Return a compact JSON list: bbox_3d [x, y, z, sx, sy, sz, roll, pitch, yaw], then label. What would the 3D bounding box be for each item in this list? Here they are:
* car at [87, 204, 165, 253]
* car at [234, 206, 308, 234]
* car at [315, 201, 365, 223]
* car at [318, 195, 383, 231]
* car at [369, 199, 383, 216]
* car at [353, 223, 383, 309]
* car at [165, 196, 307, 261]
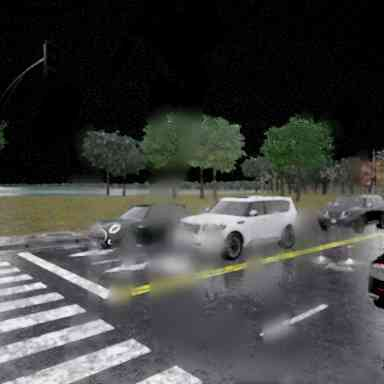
[{"bbox_3d":[-1.873,1.292,13.582,4.553,1.767,2.097,0,0,-42],"label":"car"},{"bbox_3d":[4.769,1.549,19.641,4.718,1.301,1.895,0,0,-42],"label":"car"},{"bbox_3d":[11.578,1.483,25.827,4.674,1.442,1.812,0,0,-42],"label":"car"},{"bbox_3d":[9.610,1.194,19.645,5.566,2.045,2.150,0,0,-43],"label":"car"},{"bbox_3d":[19.229,1.494,32.712,4.674,1.442,1.812,0,0,-44],"label":"car"},{"bbox_3d":[5.271,1.495,6.766,4.902,1.511,2.128,0,0,-42],"label":"car"},{"bbox_3d":[1.945,1.184,12.660,5.566,2.045,2.150,0,0,-42],"label":"car"}]
